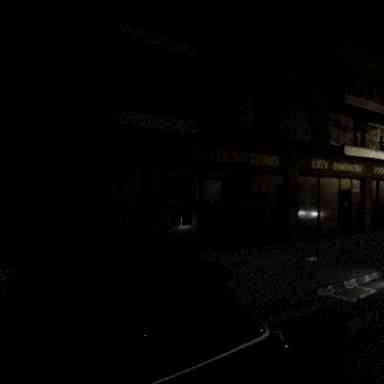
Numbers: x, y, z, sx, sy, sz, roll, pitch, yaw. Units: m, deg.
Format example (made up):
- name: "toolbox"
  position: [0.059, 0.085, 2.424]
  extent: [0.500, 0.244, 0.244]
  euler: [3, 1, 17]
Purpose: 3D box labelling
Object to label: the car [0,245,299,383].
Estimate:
- name: "car"
  position: [-1.384, 1.351, 2.077]
  extent: [4.553, 1.767, 2.097]
  euler: [0, 0, -35]
